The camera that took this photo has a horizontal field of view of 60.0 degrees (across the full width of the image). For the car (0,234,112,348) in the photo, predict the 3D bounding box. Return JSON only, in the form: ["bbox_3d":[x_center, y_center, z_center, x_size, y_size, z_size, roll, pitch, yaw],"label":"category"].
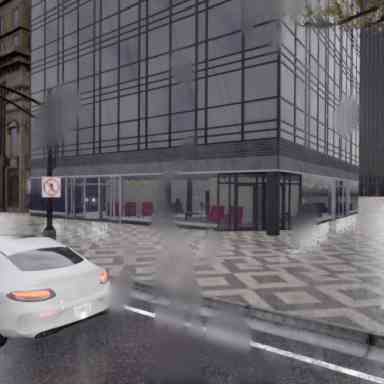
[{"bbox_3d":[-3.453,1.524,6.143,4.674,1.442,1.812,0,0,35],"label":"car"}]
